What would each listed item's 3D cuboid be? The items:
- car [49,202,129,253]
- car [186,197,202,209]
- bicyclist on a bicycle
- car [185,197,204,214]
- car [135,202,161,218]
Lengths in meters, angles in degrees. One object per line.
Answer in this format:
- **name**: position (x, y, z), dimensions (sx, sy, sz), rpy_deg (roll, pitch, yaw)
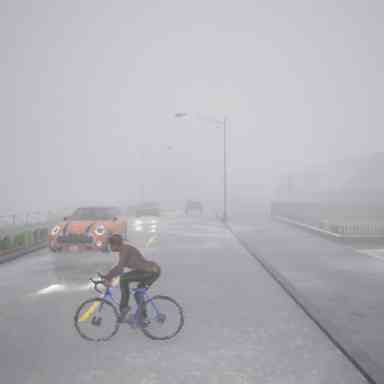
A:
- **car**: position (-4.024, 1.352, 13.652), dimensions (2.097, 1.767, 4.553), rpy_deg (0, 0, 1)
- **car**: position (0.249, 1.491, 46.075), dimensions (2.128, 1.511, 4.902), rpy_deg (0, 0, 1)
- **bicyclist on a bicycle**: position (-0.960, 1.449, 4.985), dimensions (1.656, 1.620, 0.582), rpy_deg (-2, 0, 0)
- **car**: position (0.228, 1.502, 36.039), dimensions (1.837, 1.490, 4.892), rpy_deg (0, -1, 0)
- **car**: position (-3.927, 1.564, 30.392), dimensions (1.994, 1.385, 4.181), rpy_deg (0, 0, 0)
